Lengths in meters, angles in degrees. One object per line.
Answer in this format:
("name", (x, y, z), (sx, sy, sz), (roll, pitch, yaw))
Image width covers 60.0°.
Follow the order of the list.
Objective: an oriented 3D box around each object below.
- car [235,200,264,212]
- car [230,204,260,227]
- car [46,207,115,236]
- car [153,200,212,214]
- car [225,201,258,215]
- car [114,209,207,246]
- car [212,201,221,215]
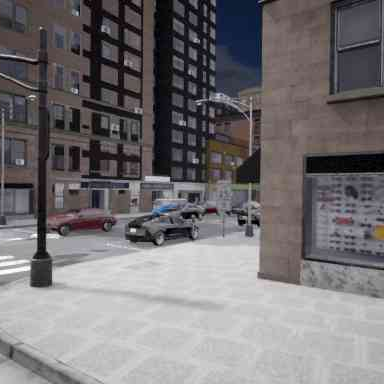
("car", (7.618, 1.823, 43.624), (1.752, 1.417, 4.829), (0, 0, 36))
("car", (5.015, 1.850, 25.396), (1.947, 1.339, 4.313), (0, 0, 36))
("car", (-6.545, 1.634, 19.506), (1.812, 1.442, 4.674), (1, 0, 37))
("car", (-0.747, 1.678, 27.576), (2.128, 1.511, 4.902), (1, 0, 35))
("car", (5.553, 1.821, 36.327), (2.033, 1.411, 5.357), (1, 0, 36))
("car", (-1.401, 1.764, 16.469), (1.947, 1.339, 4.313), (0, 0, 36))
("car", (1.302, 1.646, 34.835), (1.967, 1.590, 4.097), (0, 0, 36))
